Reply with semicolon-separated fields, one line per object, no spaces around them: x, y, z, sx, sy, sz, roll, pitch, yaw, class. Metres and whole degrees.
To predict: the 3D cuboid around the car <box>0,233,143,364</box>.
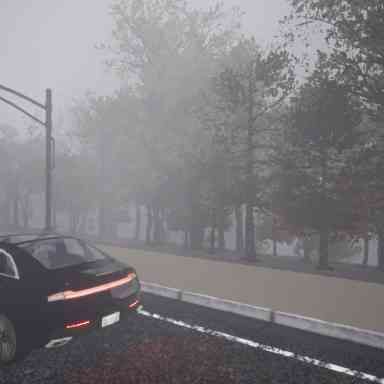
-3.061;1.491;5.868;4.902;1.511;2.128;0;0;36;car
